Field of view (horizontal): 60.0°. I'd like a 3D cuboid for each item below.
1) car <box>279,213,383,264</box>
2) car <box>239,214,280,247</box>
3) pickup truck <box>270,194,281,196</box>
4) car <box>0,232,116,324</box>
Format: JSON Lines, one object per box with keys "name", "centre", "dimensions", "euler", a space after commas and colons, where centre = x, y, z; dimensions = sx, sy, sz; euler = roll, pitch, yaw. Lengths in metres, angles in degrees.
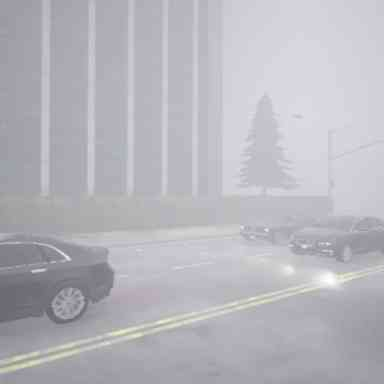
{"name": "car", "centre": [5.664, 1.583, 12.288], "dimensions": [4.892, 1.490, 1.837], "euler": [1, -1, -35]}
{"name": "car", "centre": [4.455, 1.683, 15.712], "dimensions": [4.718, 1.301, 1.895], "euler": [0, 0, -35]}
{"name": "pickup truck", "centre": [18.769, 1.437, 74.885], "dimensions": [2.390, 2.098, 6.274], "euler": [0, 0, -5]}
{"name": "car", "centre": [-3.759, 1.504, 5.610], "dimensions": [4.892, 1.490, 1.837], "euler": [1, 0, -35]}
